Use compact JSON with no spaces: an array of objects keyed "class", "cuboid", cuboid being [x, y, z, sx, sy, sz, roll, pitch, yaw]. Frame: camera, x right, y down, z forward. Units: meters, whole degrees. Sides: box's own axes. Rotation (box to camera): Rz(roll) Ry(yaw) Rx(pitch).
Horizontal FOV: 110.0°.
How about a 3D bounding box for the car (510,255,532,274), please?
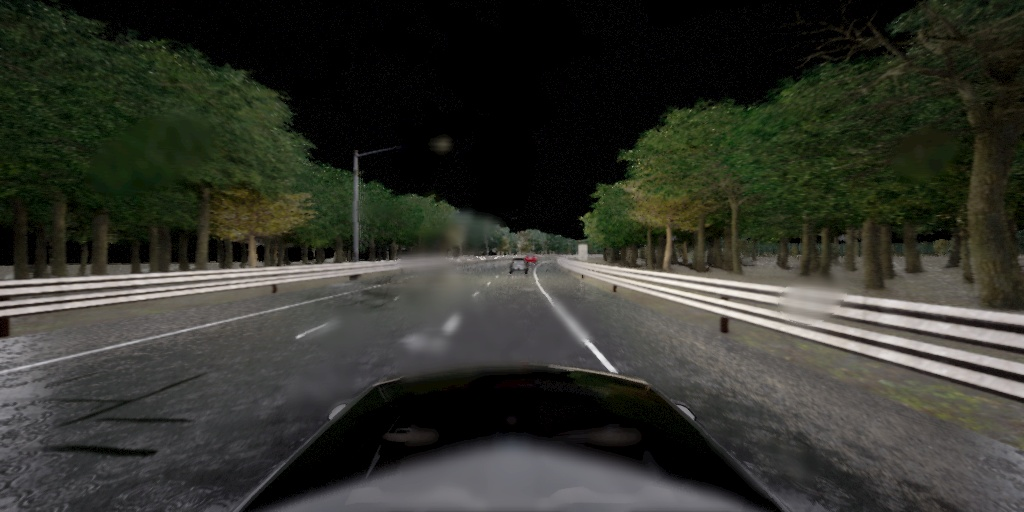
[{"class":"car","cuboid":[0.808,1.011,38.498,2.033,1.649,4.856,0,1,3]}]
